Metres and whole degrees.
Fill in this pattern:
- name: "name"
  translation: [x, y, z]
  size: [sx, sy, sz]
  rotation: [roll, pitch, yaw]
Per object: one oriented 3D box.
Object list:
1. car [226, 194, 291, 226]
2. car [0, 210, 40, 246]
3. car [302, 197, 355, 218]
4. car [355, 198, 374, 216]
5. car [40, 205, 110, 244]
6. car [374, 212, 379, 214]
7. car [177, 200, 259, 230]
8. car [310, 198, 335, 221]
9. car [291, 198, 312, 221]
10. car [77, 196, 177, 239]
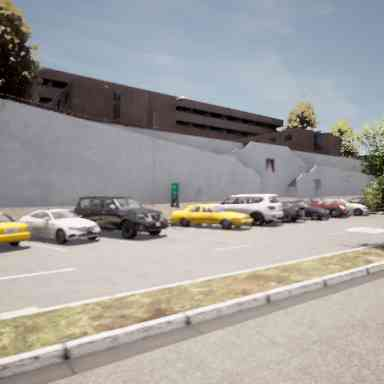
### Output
- name: "car"
  translation: [3.403, 1.185, 22.701]
  size: [5.566, 2.045, 2.435]
  rotation: [-1, 0, 35]
- name: "car"
  translation: [-8.958, 1.490, 14.075]
  size: [5.366, 1.575, 1.946]
  rotation: [-1, 0, 35]
- name: "car"
  translation: [10.743, 1.219, 27.932]
  size: [4.553, 1.767, 2.185]
  rotation: [-1, -1, 35]
- name: "car"
  translation: [13.215, 1.345, 29.655]
  size: [4.674, 1.452, 2.002]
  rotation: [-1, -1, 35]
- name: "car"
  translation: [-6.357, 1.529, 15.722]
  size: [4.674, 1.452, 2.002]
  rotation: [-1, -1, 35]
- name: "car"
  translation: [15.664, 1.263, 31.387]
  size: [5.008, 1.535, 2.097]
  rotation: [-1, 0, 35]
- name: "car"
  translation: [1.137, 1.451, 20.841]
  size: [5.366, 1.575, 1.946]
  rotation: [-1, -1, 35]
- name: "car"
  translation: [8.328, 1.423, 26.175]
  size: [4.674, 1.452, 2.002]
  rotation: [-1, -1, 35]
- name: "car"
  translation: [5.850, 1.440, 24.440]
  size: [4.792, 1.488, 2.163]
  rotation: [-1, 0, 35]
- name: "car"
  translation: [-3.882, 1.234, 17.451]
  size: [5.566, 2.045, 2.435]
  rotation: [-1, -1, 35]
